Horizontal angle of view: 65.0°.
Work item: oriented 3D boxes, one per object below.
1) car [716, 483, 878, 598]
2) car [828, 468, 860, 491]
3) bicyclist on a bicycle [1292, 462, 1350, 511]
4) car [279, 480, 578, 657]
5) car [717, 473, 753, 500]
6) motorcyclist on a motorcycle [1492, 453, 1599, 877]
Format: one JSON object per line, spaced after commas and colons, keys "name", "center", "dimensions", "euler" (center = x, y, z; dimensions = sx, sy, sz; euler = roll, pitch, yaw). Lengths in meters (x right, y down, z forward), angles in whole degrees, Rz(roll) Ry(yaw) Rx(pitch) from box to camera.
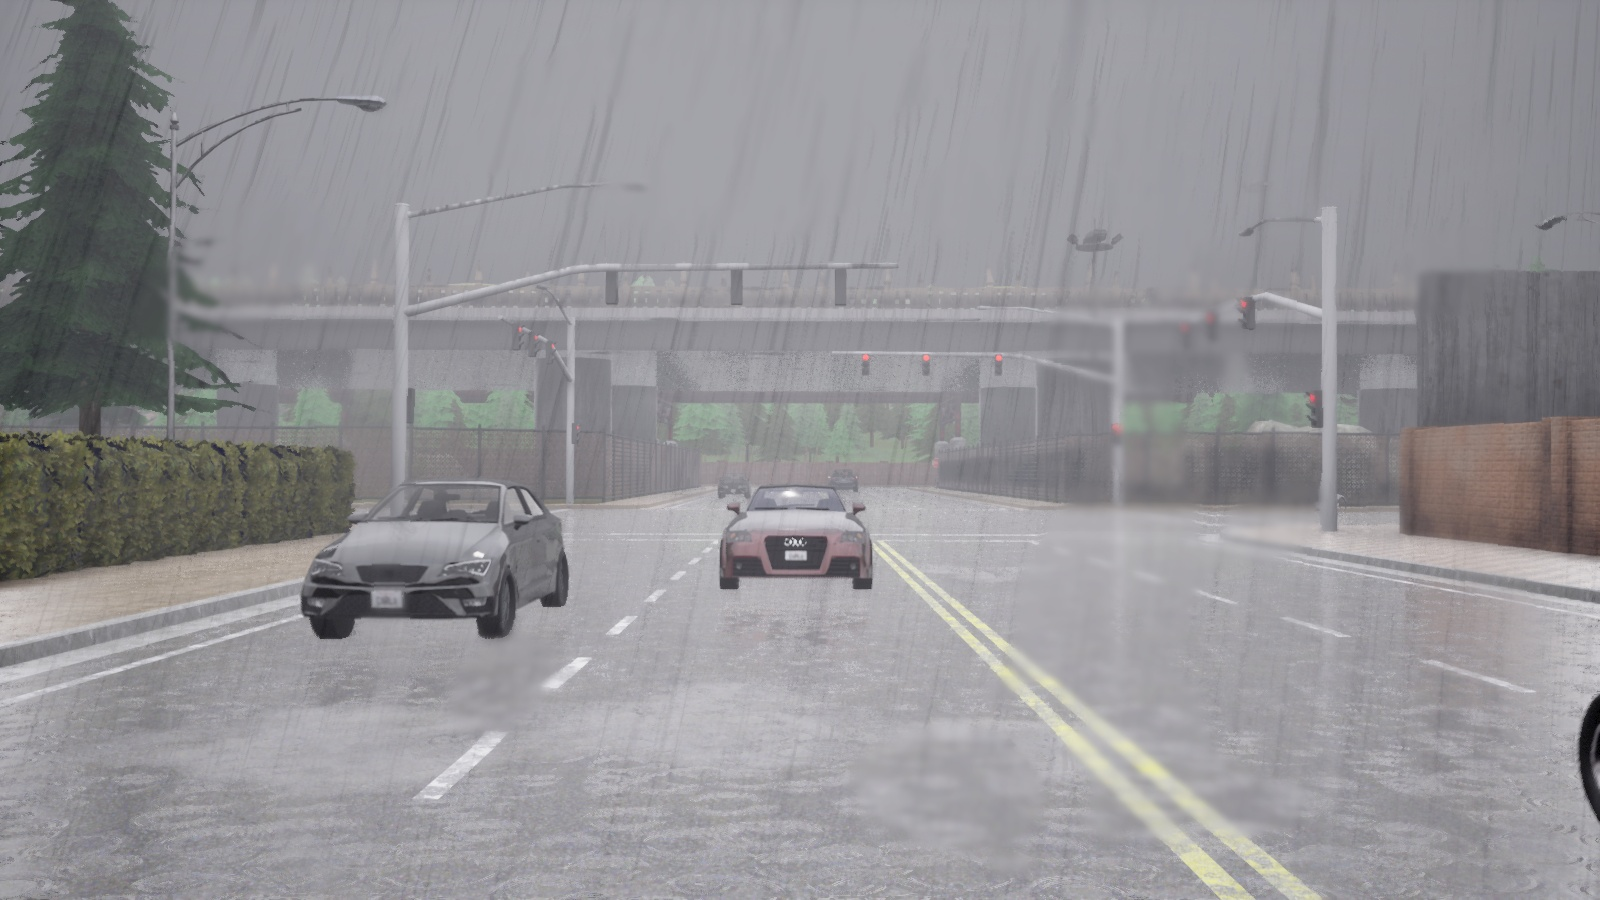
{"name": "car", "center": [-0.044, 1.174, 17.640], "dimensions": [1.994, 1.385, 4.181], "euler": [0, -1, 0]}
{"name": "car", "center": [3.262, 2.234, 94.807], "dimensions": [2.242, 1.667, 4.611], "euler": [0, -1, 0]}
{"name": "bicyclist on a bicycle", "center": [18.956, 1.319, 45.688], "dimensions": [1.843, 1.776, 0.659], "euler": [0, -1, 0]}
{"name": "car", "center": [-3.532, 1.057, 12.789], "dimensions": [1.816, 1.474, 4.193], "euler": [0, -1, 0]}
{"name": "car", "center": [-3.677, 2.035, 71.193], "dimensions": [1.816, 1.474, 4.193], "euler": [0, -1, 0]}
{"name": "motorcyclist on a motorcycle", "center": [3.489, 0.825, 4.430], "dimensions": [0.766, 1.649, 2.350], "euler": [0, -1, 0]}
